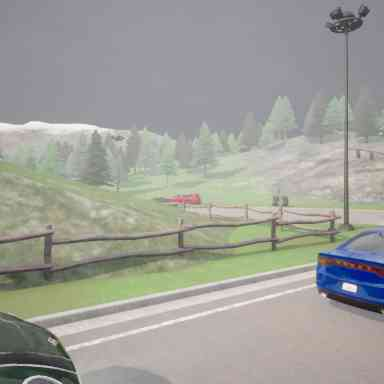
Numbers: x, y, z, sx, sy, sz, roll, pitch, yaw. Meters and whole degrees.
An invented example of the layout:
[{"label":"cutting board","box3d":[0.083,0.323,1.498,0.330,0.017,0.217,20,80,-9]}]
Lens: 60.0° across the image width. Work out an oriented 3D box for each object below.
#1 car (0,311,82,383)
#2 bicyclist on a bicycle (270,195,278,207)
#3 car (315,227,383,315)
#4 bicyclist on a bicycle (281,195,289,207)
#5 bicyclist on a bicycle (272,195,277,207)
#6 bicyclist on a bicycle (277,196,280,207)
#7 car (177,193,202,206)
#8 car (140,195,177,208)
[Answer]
[{"label":"car","box3d":[-2.896,1.352,1.737,4.553,1.767,2.097,0,0,-35]},{"label":"bicyclist on a bicycle","box3d":[11.791,1.302,47.668,0.582,1.620,1.656,0,0,34]},{"label":"car","box3d":[4.740,1.478,7.068,5.008,1.535,1.882,0,0,-34]},{"label":"bicyclist on a bicycle","box3d":[13.257,1.302,46.656,0.582,1.620,1.656,0,0,35]},{"label":"bicyclist on a bicycle","box3d":[12.158,1.302,47.416,0.582,1.620,1.656,0,0,34]},{"label":"bicyclist on a bicycle","box3d":[12.892,1.302,46.910,0.582,1.620,1.656,0,0,35]},{"label":"car","box3d":[-1.315,1.219,50.027,5.566,2.045,2.150,0,0,22]},{"label":"car","box3d":[-5.103,1.503,47.615,4.892,1.490,1.837,-1,-1,21]}]
